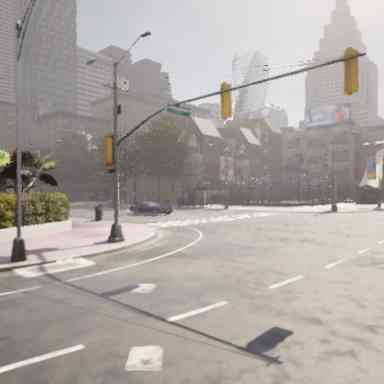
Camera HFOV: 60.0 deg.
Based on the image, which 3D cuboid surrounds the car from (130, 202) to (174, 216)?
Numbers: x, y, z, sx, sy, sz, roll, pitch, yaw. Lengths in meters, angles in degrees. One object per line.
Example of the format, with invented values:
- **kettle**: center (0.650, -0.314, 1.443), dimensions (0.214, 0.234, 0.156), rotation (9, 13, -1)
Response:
- **car**: center (-4.023, 1.648, 33.167), dimensions (4.718, 1.301, 1.895), rotation (0, 0, 42)
